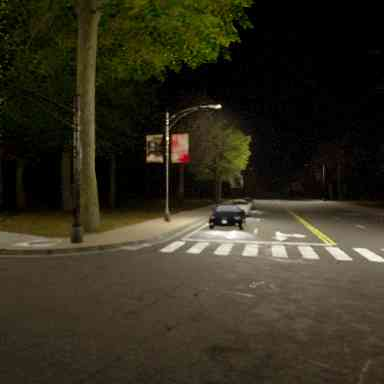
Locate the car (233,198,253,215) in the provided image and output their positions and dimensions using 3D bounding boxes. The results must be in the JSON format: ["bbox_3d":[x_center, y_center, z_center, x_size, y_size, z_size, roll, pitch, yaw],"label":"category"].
[{"bbox_3d":[4.381,1.440,30.560,1.812,1.442,4.674,0,0,13],"label":"car"}]

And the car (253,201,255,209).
[{"bbox_3d":[6.550,1.422,40.549,1.812,1.442,4.674,0,0,13],"label":"car"}]

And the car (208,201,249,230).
[{"bbox_3d":[2.260,1.496,20.726,1.994,1.385,4.181,0,0,13],"label":"car"}]
